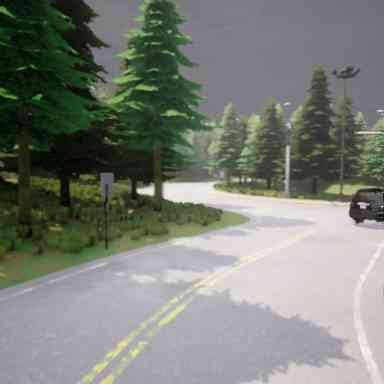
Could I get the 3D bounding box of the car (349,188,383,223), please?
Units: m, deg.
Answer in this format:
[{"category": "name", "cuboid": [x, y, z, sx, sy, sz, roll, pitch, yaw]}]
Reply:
[{"category": "car", "cuboid": [11.509, 0.806, 19.196, 5.566, 2.045, 2.150, -2, 4, -30]}]
